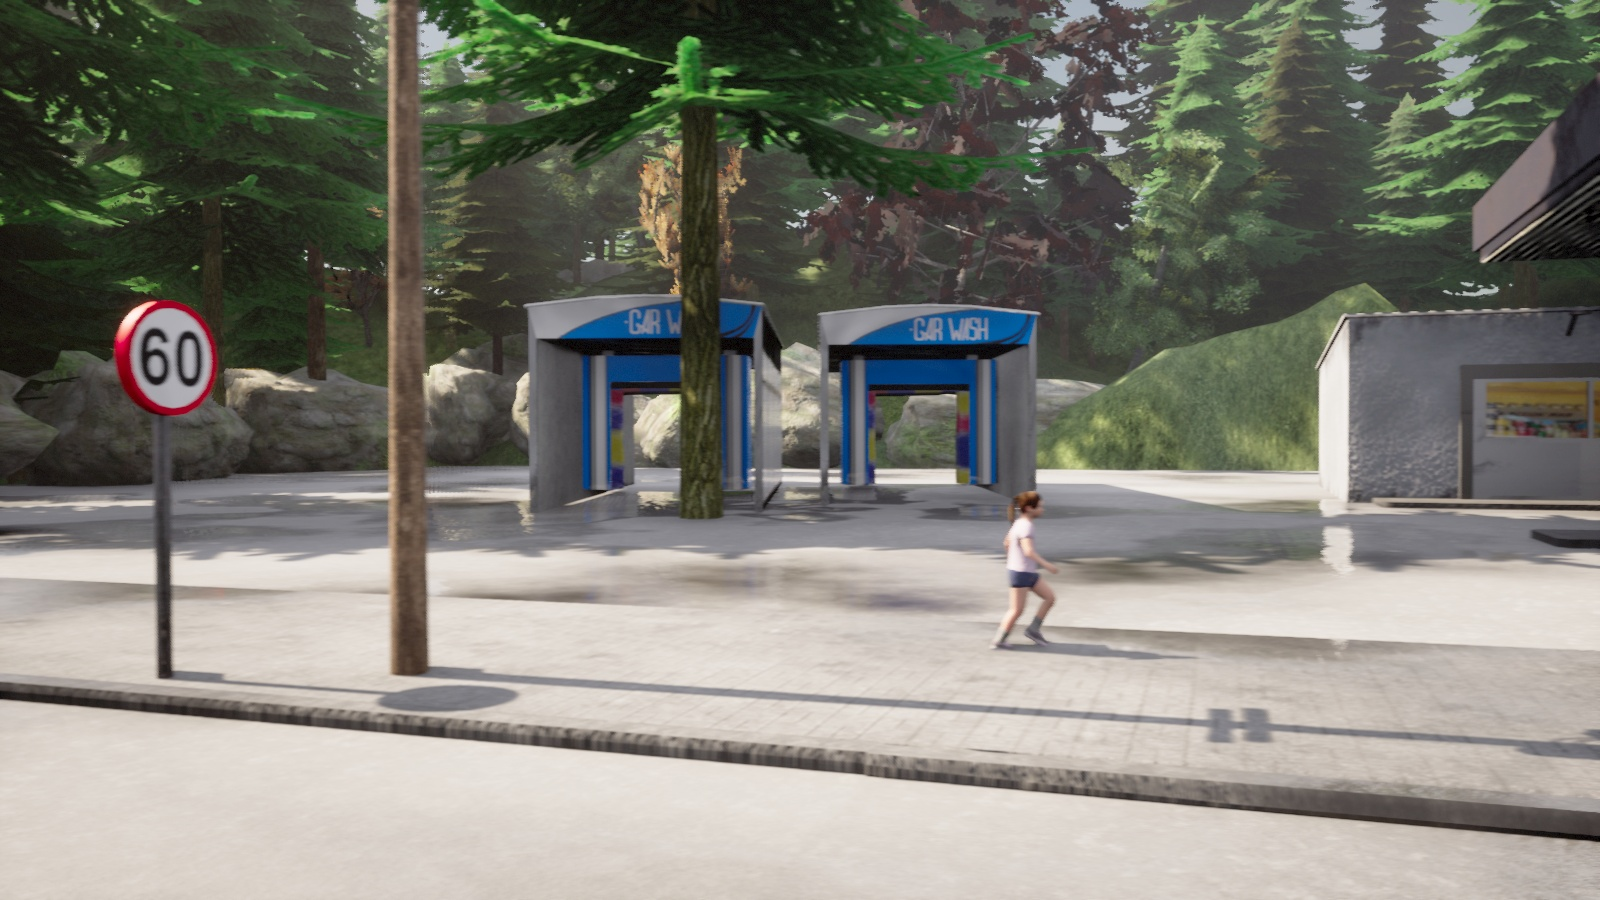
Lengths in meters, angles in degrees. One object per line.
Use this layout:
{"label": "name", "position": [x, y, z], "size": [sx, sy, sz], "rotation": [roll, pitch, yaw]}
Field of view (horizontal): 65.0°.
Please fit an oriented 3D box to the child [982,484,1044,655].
{"label": "child", "position": [1.422, 0.787, 8.382], "size": [0.394, 1.110, 0.255], "rotation": [0, 1, 11]}
